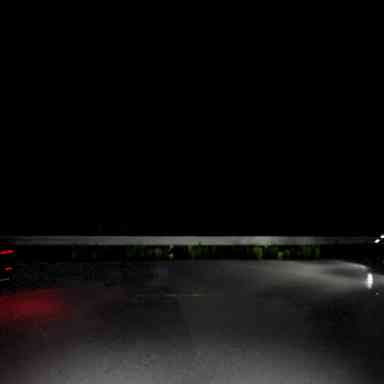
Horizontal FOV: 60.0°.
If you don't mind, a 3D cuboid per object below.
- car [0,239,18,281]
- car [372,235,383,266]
[{"bbox_3d":[-6.408,1.452,7.789,4.892,1.490,1.837,1,-3,20],"label":"car"},{"bbox_3d":[8.166,1.607,10.470,4.553,1.767,2.097,1,0,-8],"label":"car"}]
